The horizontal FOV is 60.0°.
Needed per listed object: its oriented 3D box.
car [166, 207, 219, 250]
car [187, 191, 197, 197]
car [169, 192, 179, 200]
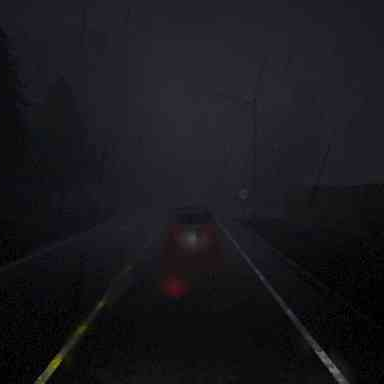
[{"bbox_3d":[0.042,1.325,13.284,2.128,1.511,4.902,0,1,0],"label":"car"},{"bbox_3d":[-0.013,0.400,75.662,2.128,1.511,4.902,0,1,0],"label":"car"},{"bbox_3d":[-3.520,0.733,65.465,2.033,1.411,5.357,0,1,0],"label":"car"}]
